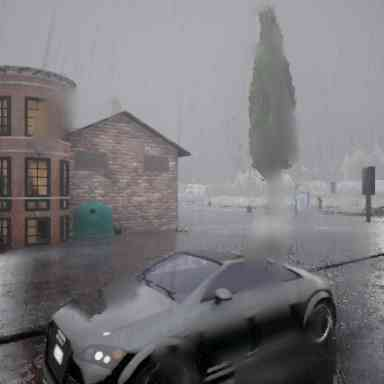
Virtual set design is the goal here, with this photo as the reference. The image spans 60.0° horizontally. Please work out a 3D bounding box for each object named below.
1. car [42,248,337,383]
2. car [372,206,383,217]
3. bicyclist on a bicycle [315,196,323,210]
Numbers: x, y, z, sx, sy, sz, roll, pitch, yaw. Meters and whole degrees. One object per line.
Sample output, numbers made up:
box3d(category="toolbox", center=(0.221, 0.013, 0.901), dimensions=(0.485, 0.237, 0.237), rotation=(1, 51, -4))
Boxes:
box3d(category="car", center=(0.185, 1.564, 4.743), dimensions=(4.181, 1.385, 1.994), rotation=(0, 0, -36))
box3d(category="car", center=(18.224, 1.564, 29.250), dimensions=(1.994, 1.385, 4.181), rotation=(0, 0, -37))
box3d(category="bicyclist on a bicycle", center=(15.376, 1.349, 40.196), dimensions=(1.656, 1.620, 0.582), rotation=(0, 0, -36))
